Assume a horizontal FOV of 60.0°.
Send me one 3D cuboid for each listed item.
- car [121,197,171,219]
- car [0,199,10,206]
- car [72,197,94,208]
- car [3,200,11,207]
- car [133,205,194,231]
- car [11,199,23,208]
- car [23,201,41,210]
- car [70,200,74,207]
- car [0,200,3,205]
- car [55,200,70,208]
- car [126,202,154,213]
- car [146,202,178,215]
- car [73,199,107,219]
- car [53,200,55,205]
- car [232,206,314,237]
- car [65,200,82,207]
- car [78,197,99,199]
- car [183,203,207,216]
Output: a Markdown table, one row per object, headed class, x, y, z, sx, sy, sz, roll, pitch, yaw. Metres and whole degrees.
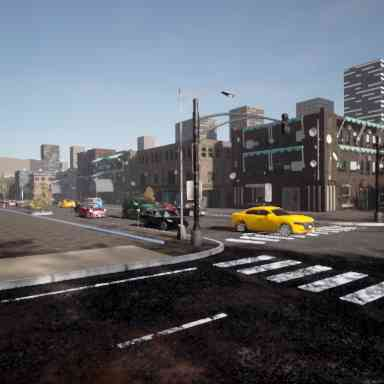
| class | x | y | z | sx | sy | sz | roll | pitch | yaw |
| --- | --- | --- | --- | --- | --- | --- | --- | --- | --- |
| car | -4.613 | 1.534 | 30.955 | 2.150 | 2.045 | 5.566 | -1 | 0 | -37 |
| car | -46.740 | 2.597 | 82.893 | 1.887 | 1.381 | 4.507 | -1 | 0 | -37 |
| car | -20.136 | 1.939 | 61.328 | 2.192 | 1.841 | 5.009 | -1 | 0 | -37 |
| car | -40.109 | 2.379 | 74.030 | 1.967 | 1.590 | 4.097 | -1 | 0 | -37 |
| car | -2.036 | 1.814 | 22.968 | 1.947 | 1.339 | 4.313 | -2 | 0 | -37 |
| car | -33.473 | 2.375 | 65.169 | 2.008 | 1.369 | 4.403 | -1 | 0 | -37 |
| car | -26.737 | 2.232 | 56.169 | 1.752 | 1.417 | 4.829 | -1 | 0 | -37 |
| car | -13.966 | 2.050 | 43.479 | 1.994 | 1.385 | 4.181 | -1 | 0 | -37 |
| car | -43.423 | 2.546 | 78.462 | 2.008 | 1.369 | 4.403 | -1 | 0 | -37 |
| car | -22.969 | 2.141 | 60.813 | 1.882 | 1.535 | 5.008 | -1 | 0 | -37 |
| car | -6.862 | 1.966 | 43.604 | 1.802 | 1.307 | 4.206 | -2 | 0 | -37 |
| car | -3.546 | 1.903 | 39.173 | 1.802 | 1.307 | 4.206 | -2 | 0 | -37 |
| car | -10.257 | 1.846 | 34.149 | 1.967 | 1.590 | 4.097 | -2 | 0 | -37 |
| car | -30.081 | 2.363 | 74.623 | 1.947 | 1.339 | 4.313 | -1 | 0 | -37 |
| car | 4.516 | 1.598 | 19.145 | 1.882 | 1.535 | 5.008 | -1 | -1 | -40 |
| car | -23.448 | 2.227 | 65.760 | 1.887 | 1.381 | 4.507 | -1 | 0 | -37 |
| car | -16.953 | 1.909 | 52.775 | 2.097 | 1.767 | 4.553 | -1 | 0 | -37 |
| car | -0.230 | 1.809 | 34.742 | 2.008 | 1.369 | 4.403 | -2 | 0 | -37 |
